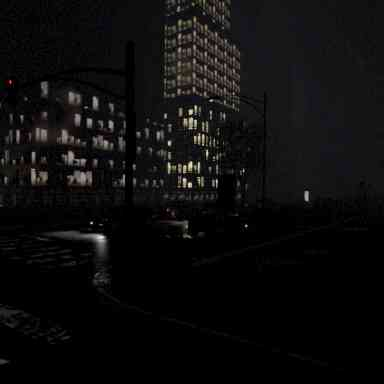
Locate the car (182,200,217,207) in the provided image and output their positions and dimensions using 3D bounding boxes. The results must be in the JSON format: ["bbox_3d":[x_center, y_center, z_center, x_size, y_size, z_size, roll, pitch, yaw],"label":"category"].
[{"bbox_3d":[1.659,1.568,29.198,1.882,1.535,5.008,1,0,36],"label":"car"}]

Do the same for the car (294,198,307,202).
[{"bbox_3d":[18.253,1.726,56.023,1.752,1.417,4.829,1,0,36],"label":"car"}]

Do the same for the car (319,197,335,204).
[{"bbox_3d":[28.251,1.848,69.552,1.947,1.339,4.313,1,0,36],"label":"car"}]

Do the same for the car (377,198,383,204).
[{"bbox_3d":[44.888,2.047,77.967,2.008,1.369,4.403,1,0,36],"label":"car"}]

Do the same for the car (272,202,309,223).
[{"bbox_3d":[8.031,1.778,27.873,1.802,1.307,4.206,1,0,36],"label":"car"}]

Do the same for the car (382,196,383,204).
[{"bbox_3d":[41.592,1.783,73.502,2.192,1.841,5.009,1,0,36],"label":"car"}]

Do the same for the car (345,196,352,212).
[{"bbox_3d":[18.540,1.720,42.223,1.967,1.590,4.097,1,0,36],"label":"car"}]

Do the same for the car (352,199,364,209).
[{"bbox_3d":[25.096,1.773,51.180,1.967,1.590,4.097,1,0,36],"label":"car"}]

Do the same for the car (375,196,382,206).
[{"bbox_3d":[35.093,1.940,64.710,1.752,1.417,4.829,1,0,36],"label":"car"}]

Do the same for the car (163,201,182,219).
[{"bbox_3d":[-1.541,1.480,29.450,1.967,1.590,4.097,1,0,36],"label":"car"}]

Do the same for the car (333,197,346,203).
[{"bbox_3d":[34.748,1.861,78.344,1.752,1.417,4.829,1,0,36],"label":"car"}]

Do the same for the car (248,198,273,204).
[{"bbox_3d":[7.744,1.492,37.413,2.097,1.767,4.553,1,0,37],"label":"car"}]

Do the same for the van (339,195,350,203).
[{"bbox_3d":[38.150,1.705,82.945,1.690,1.788,3.998,1,0,36],"label":"van"}]

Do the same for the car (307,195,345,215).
[{"bbox_3d":[15.269,1.569,37.738,2.192,1.841,5.009,1,0,36],"label":"car"}]

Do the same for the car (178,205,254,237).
[{"bbox_3d":[1.517,1.696,19.056,2.008,1.369,4.403,1,0,36],"label":"car"}]

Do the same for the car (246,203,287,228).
[{"bbox_3d":[4.775,1.736,23.465,1.947,1.339,4.313,1,0,36],"label":"car"}]

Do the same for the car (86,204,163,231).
[{"bbox_3d":[-4.337,1.548,21.088,1.837,1.490,4.892,1,0,36],"label":"car"}]
